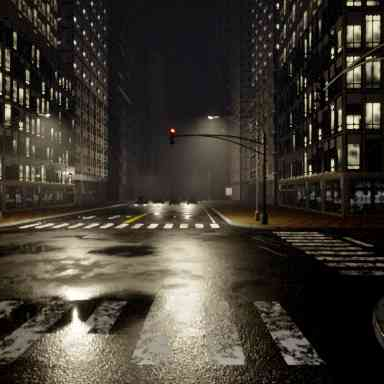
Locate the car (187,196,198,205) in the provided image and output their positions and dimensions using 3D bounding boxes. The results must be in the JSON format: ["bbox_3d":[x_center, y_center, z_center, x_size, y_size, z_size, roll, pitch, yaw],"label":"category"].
[{"bbox_3d":[0.085,1.648,60.179,2.033,1.411,5.357,0,0,0],"label":"car"}]

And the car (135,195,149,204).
[{"bbox_3d":[-9.659,1.468,64.391,2.097,1.767,4.553,0,0,0],"label":"car"}]

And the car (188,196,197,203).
[{"bbox_3d":[0.100,1.583,70.627,1.895,1.301,4.718,0,0,0],"label":"car"}]

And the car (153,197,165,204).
[{"bbox_3d":[-6.410,1.680,64.356,1.994,1.385,4.181,0,0,0],"label":"car"}]

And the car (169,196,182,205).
[{"bbox_3d":[-3.166,1.647,59.766,2.033,1.411,5.357,0,0,0],"label":"car"}]

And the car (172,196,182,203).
[{"bbox_3d":[-3.151,1.523,70.185,1.994,1.385,4.181,0,0,0],"label":"car"}]
